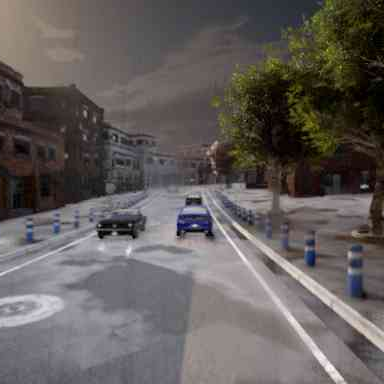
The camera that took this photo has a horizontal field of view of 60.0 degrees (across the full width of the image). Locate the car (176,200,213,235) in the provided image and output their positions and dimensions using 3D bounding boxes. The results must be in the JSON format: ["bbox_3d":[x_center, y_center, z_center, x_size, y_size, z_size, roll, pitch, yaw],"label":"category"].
[{"bbox_3d":[0.144,1.467,18.774,1.882,1.535,5.008,0,1,0],"label":"car"}]

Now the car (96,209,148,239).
[{"bbox_3d":[-3.559,1.602,17.518,1.895,1.301,4.718,0,0,0],"label":"car"}]

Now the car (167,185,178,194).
[{"bbox_3d":[-3.408,-0.474,58.774,2.128,1.511,4.902,0,4,1],"label":"car"}]

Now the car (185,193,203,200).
[{"bbox_3d":[0.193,0.887,37.610,1.882,1.535,5.008,0,3,0],"label":"car"}]
